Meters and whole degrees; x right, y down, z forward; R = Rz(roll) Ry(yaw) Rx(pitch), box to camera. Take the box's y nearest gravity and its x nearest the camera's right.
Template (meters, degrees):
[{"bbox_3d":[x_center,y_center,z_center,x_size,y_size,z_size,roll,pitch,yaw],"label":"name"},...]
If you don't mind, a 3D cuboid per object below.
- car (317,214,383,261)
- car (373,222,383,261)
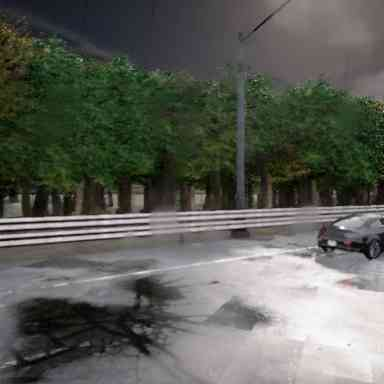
[{"bbox_3d":[6.628,1.562,12.469,4.674,1.442,1.812,0,0,-34],"label":"car"},{"bbox_3d":[6.854,1.537,8.407,4.892,1.490,1.837,0,0,-34],"label":"car"}]
